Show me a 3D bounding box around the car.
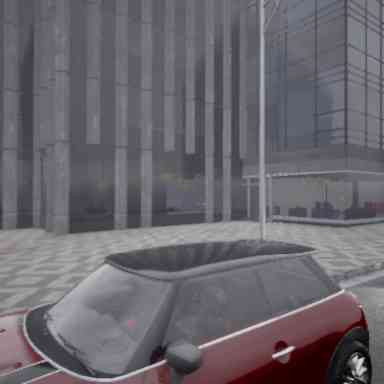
[{"bbox_3d":[-0.284,1.364,3.169,4.553,1.767,2.097,0,0,-37],"label":"car"}]
